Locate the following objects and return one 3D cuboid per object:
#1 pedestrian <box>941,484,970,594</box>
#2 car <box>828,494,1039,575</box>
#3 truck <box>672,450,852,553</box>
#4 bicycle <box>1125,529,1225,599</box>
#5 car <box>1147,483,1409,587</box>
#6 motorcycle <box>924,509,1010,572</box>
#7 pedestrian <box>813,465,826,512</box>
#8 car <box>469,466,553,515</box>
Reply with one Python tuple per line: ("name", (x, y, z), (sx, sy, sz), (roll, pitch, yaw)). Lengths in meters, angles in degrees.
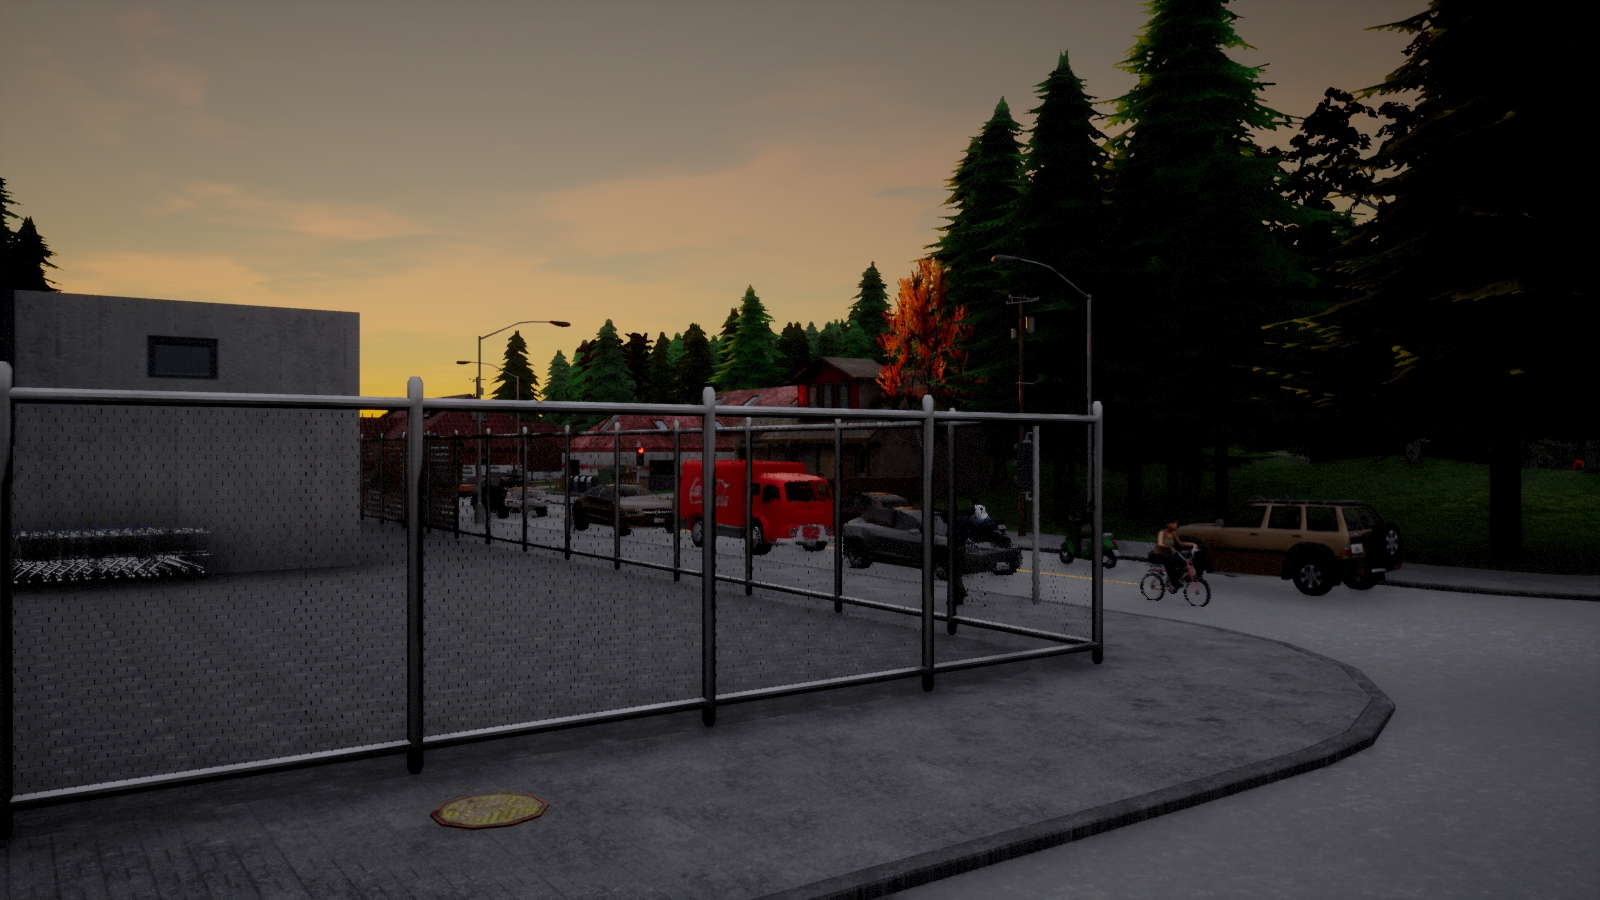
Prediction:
("pedestrian", (2.672, 1.515, 19.606), (0.375, 1.860, 0.375), (0, 0, 30))
("car", (2.935, 1.840, 26.155), (2.163, 1.488, 4.792), (0, 0, -35))
("truck", (-1.179, 1.319, 32.054), (2.627, 2.467, 5.204), (0, 2, -35))
("bicycle", (6.773, 2.033, 20.667), (0.859, 1.080, 1.487), (0, 0, -35))
("car", (9.646, 1.636, 23.432), (1.932, 1.855, 4.605), (0, -1, -35))
("motorcycle", (3.660, 1.959, 25.125), (0.856, 1.236, 1.805), (0, 0, -35))
("pedestrian", (0.790, 1.521, 45.566), (0.375, 1.860, 0.375), (0, 0, -35))
("car", (-12.153, 1.640, 47.867), (1.932, 1.855, 4.605), (0, 0, -35))
